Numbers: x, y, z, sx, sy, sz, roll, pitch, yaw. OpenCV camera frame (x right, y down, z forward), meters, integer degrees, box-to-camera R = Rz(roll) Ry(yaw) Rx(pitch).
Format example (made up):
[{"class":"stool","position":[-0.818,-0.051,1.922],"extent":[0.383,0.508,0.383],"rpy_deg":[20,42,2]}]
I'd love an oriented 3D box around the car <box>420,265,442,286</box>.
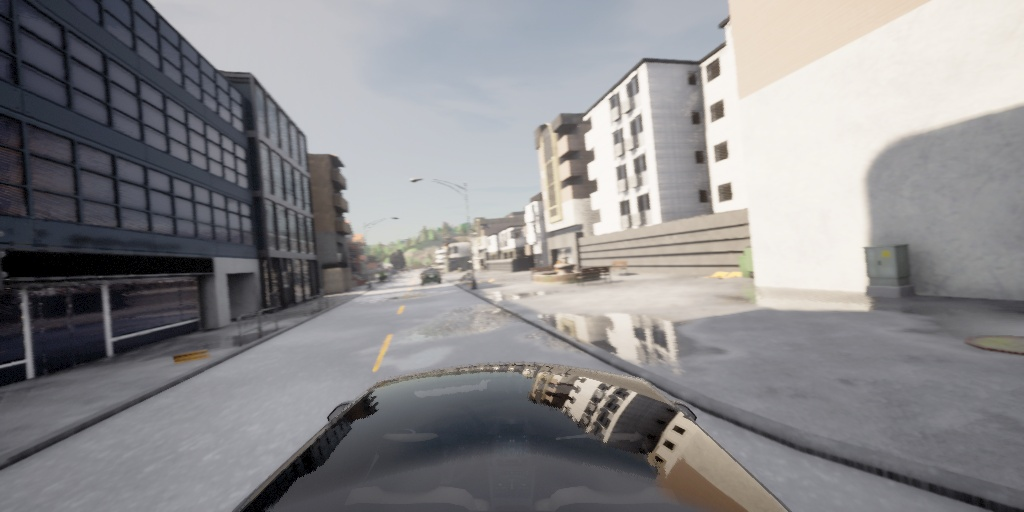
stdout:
[{"class":"car","position":[-8.812,2.177,38.978],"extent":[2.097,1.767,4.553],"rpy_deg":[-5,0,-14]}]
